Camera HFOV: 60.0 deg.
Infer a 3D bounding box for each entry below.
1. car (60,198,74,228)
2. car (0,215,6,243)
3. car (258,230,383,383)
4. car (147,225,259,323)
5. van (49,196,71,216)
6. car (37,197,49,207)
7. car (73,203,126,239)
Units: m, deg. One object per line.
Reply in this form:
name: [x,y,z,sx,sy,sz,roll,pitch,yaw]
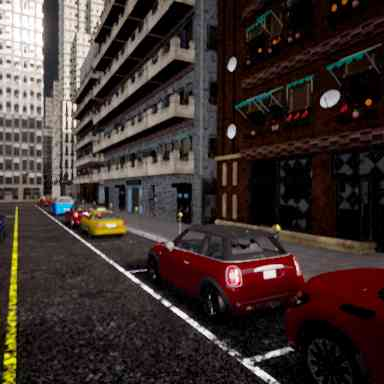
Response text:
car: [-7.301,1.431,22.181,1.967,1.590,4.097,-1,0,-28]
car: [-9.822,1.518,15.574,1.812,1.442,4.674,0,0,-28]
car: [3.016,1.315,2.528,2.192,1.841,5.009,-1,0,-28]
car: [0.438,1.438,7.442,1.967,1.590,4.097,-1,0,-28]
van: [-12.461,1.327,32.007,1.690,1.788,3.998,-1,0,-28]
car: [-22.777,1.517,51.660,1.887,1.381,4.507,-1,0,-28]
car: [-4.799,1.519,17.419,1.752,1.417,4.829,-1,0,-28]
